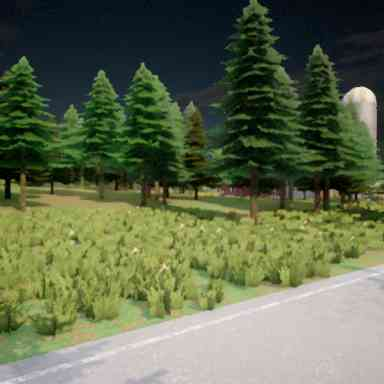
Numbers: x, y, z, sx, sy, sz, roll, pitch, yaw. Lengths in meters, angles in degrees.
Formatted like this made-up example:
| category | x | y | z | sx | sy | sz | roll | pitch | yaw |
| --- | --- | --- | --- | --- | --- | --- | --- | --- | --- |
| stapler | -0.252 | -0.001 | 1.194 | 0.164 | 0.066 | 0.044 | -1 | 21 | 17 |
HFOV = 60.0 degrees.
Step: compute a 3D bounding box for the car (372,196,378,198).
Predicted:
| category | x | y | z | sx | sy | sz | roll | pitch | yaw |
| --- | --- | --- | --- | --- | --- | --- | --- | --- | --- |
| car | 36.588 | 1.467 | 68.269 | 3.988 | 1.617 | 1.851 | 0 | 0 | -36 |
